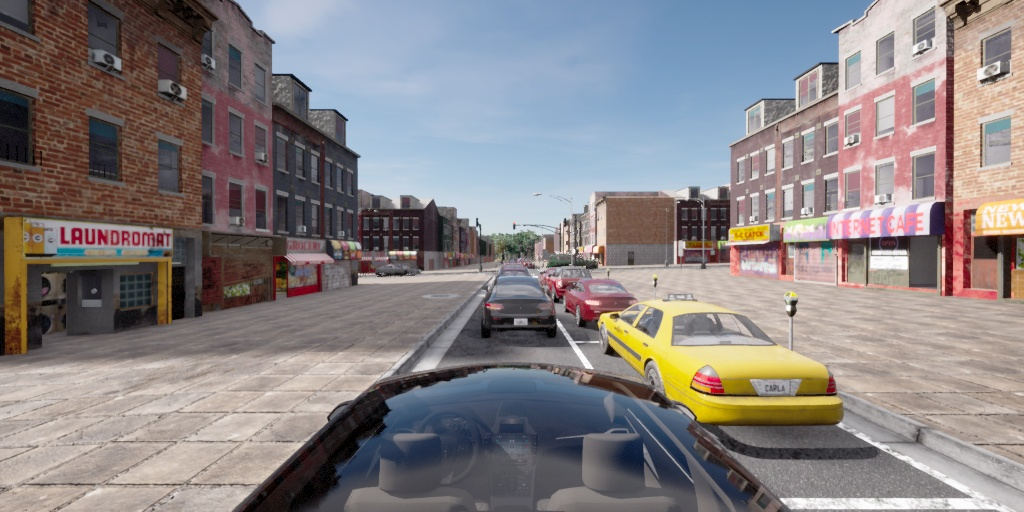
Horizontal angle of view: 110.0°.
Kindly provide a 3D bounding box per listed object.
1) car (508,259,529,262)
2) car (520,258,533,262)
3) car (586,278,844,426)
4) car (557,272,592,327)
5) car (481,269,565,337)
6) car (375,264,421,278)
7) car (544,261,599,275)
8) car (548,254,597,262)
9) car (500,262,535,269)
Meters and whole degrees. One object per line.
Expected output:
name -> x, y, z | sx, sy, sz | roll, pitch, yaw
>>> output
car -> 0.101, 1.248, 27.092 | 1.882, 1.535, 5.008 | 0, 0, 0
car -> 2.720, 1.316, 59.465 | 1.967, 1.591, 4.097 | 0, 0, 0
car -> 2.642, 1.275, 5.895 | 1.751, 1.417, 4.829 | 0, 0, 0
car -> 2.650, 1.334, 11.192 | 1.802, 1.307, 4.207 | 0, 0, 0
car -> 0.118, 1.277, 10.154 | 1.812, 1.442, 4.674 | 0, 0, -2
car -> -12.592, 1.636, 39.659 | 4.902, 1.511, 2.128 | -2, 0, 0
car -> 2.658, 1.195, 16.658 | 1.967, 1.591, 4.097 | 0, 0, 0
car -> 6.674, 0.807, 39.656 | 5.566, 2.045, 2.150 | -2, 0, 0
car -> 0.111, 1.248, 17.532 | 2.128, 1.511, 4.902 | 0, 0, 0
